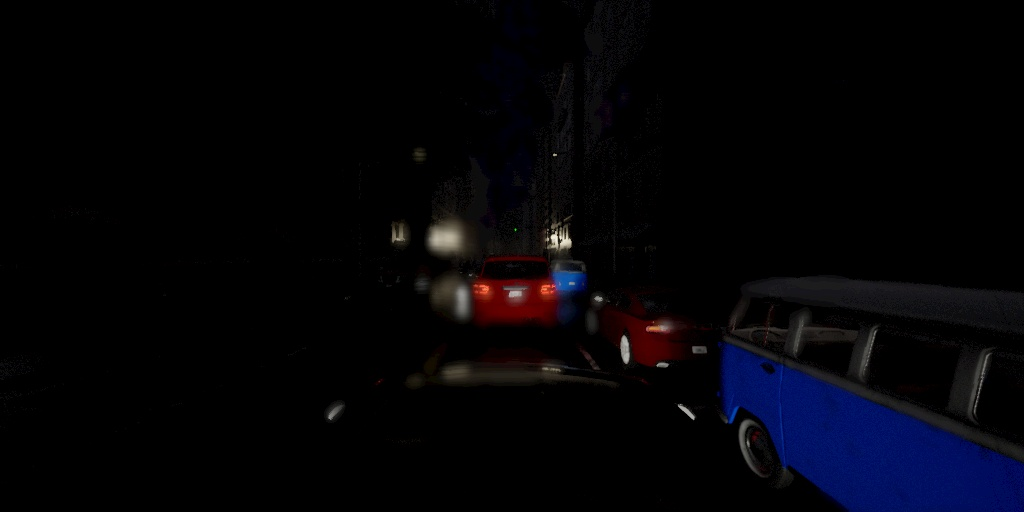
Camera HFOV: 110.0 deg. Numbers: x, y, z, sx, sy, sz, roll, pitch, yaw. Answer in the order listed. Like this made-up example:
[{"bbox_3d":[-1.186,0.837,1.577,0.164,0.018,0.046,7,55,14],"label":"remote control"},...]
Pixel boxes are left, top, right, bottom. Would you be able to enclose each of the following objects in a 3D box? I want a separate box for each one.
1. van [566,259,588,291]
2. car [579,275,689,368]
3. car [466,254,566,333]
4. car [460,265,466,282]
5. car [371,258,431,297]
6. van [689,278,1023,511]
[{"bbox_3d":[2.876,1.081,19.012,1.690,1.789,3.998,0,0,0],"label":"van"},{"bbox_3d":[2.863,1.293,7.690,1.888,1.381,4.507,0,0,0],"label":"car"},{"bbox_3d":[0.112,0.968,10.911,2.150,2.045,5.566,0,0,0],"label":"car"},{"bbox_3d":[-2.976,1.240,28.594,1.837,1.490,4.892,0,0,0],"label":"car"},{"bbox_3d":[-5.648,1.055,18.982,2.192,1.841,5.009,0,0,0],"label":"car"},{"bbox_3d":[2.856,1.091,2.030,1.690,1.789,3.998,0,0,0],"label":"van"}]
